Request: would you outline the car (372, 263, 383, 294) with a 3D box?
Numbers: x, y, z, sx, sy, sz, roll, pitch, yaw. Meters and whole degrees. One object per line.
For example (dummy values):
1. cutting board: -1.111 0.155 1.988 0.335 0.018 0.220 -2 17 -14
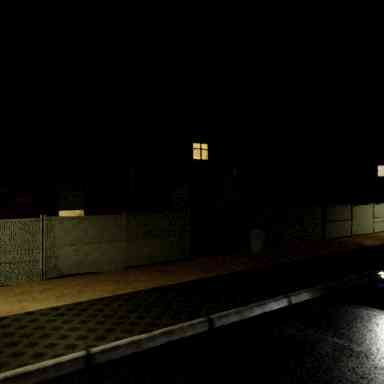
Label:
1. car: 6.258 1.547 7.536 5.357 1.411 2.033 0 0 -36
